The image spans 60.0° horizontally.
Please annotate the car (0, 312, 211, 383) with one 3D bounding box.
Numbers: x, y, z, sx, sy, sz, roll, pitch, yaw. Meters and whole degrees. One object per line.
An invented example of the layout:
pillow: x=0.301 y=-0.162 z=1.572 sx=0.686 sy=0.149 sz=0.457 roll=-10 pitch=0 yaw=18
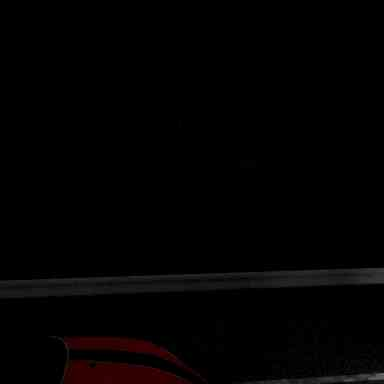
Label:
car: x=-1.874 y=1.352 z=1.640 sx=4.553 sy=1.767 sz=2.097 roll=0 pitch=0 yaw=-6
